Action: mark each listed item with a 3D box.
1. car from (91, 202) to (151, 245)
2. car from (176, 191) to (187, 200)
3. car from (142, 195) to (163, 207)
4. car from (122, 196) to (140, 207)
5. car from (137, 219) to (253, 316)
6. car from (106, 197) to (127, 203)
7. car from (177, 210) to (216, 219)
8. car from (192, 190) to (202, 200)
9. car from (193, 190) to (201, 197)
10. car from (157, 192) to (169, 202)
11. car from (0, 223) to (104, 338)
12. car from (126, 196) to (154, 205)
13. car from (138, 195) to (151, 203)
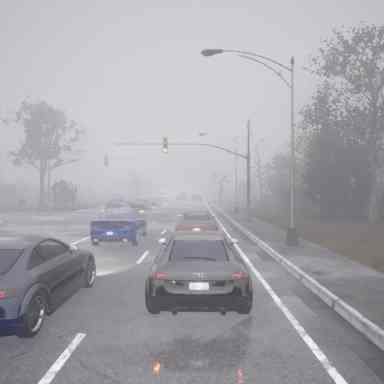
[{"bbox_3d":[-3.282,1.478,15.628,1.882,1.535,5.008,0,0,-1],"label":"car"},{"bbox_3d":[-2.429,1.045,74.071,1.994,1.385,4.181,0,3,1],"label":"car"},{"bbox_3d":[-6.372,1.547,53.049,2.033,1.411,5.357,0,0,1],"label":"car"},{"bbox_3d":[-9.857,1.478,53.816,1.882,1.535,5.008,0,0,1],"label":"car"},{"bbox_3d":[0.143,1.564,7.638,1.994,1.385,4.181,0,0,1],"label":"car"},{"bbox_3d":[-10.005,1.505,44.016,1.837,1.490,4.892,0,0,4],"label":"car"},{"bbox_3d":[0.230,1.564,16.090,1.994,1.385,4.181,0,0,1],"label":"car"},{"bbox_3d":[1.070,0.850,73.973,2.097,1.767,4.553,0,3,1],"label":"car"},{"bbox_3d":[1.237,0.317,84.011,1.837,1.490,4.892,0,3,1],"label":"car"},{"bbox_3d":[-6.021,0.986,68.721,2.150,2.045,5.566,0,2,1],"label":"car"},{"bbox_3d":[-3.358,1.564,6.611,1.994,1.385,4.181,0,0,0],"label":"car"},{"bbox_3d":[-6.553,1.547,42.676,2.033,1.411,5.357,0,0,1],"label":"car"},{"bbox_3d":[-9.555,1.348,67.347,1.812,1.442,4.674,0,2,1],"label":"car"}]
